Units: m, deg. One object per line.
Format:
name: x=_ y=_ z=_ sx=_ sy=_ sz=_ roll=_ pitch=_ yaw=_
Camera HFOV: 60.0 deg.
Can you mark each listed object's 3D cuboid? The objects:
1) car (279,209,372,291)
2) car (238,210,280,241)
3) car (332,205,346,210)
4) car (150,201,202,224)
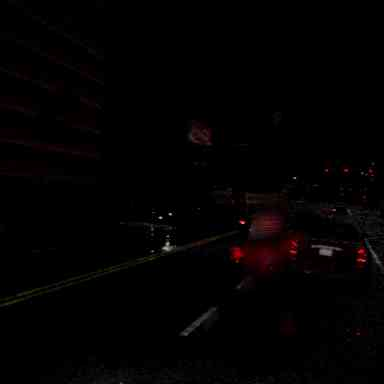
car: x=4.181 y=1.557 z=10.164 sx=2.097 sy=1.767 sz=4.553 roll=3 pitch=0 yaw=24
car: x=3.849 y=1.704 z=17.965 sx=1.812 sy=1.442 sz=4.674 roll=3 pitch=0 yaw=24
car: x=22.415 y=2.699 z=50.646 sx=1.895 sy=1.301 sz=4.718 roll=3 pitch=0 yaw=24
car: x=-0.977 y=1.378 z=24.516 sx=2.033 sy=1.411 sz=5.357 roll=3 pitch=0 yaw=24
